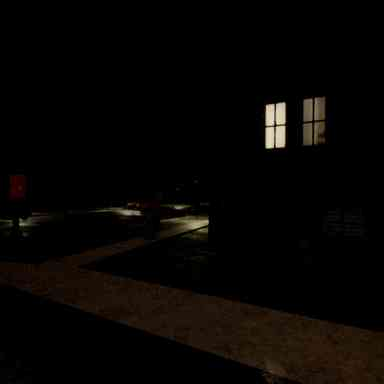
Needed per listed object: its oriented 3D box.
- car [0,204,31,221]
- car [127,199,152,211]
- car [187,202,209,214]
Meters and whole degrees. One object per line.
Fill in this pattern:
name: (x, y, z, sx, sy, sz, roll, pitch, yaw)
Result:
car: (-15.754, 1.739, 27.989, 1.812, 1.442, 4.674, 1, -1, 18)
car: (-7.970, 1.913, 50.474, 2.097, 1.767, 4.553, 1, -1, 21)
car: (0.908, 2.129, 45.928, 2.128, 1.511, 4.902, 1, -1, 20)
